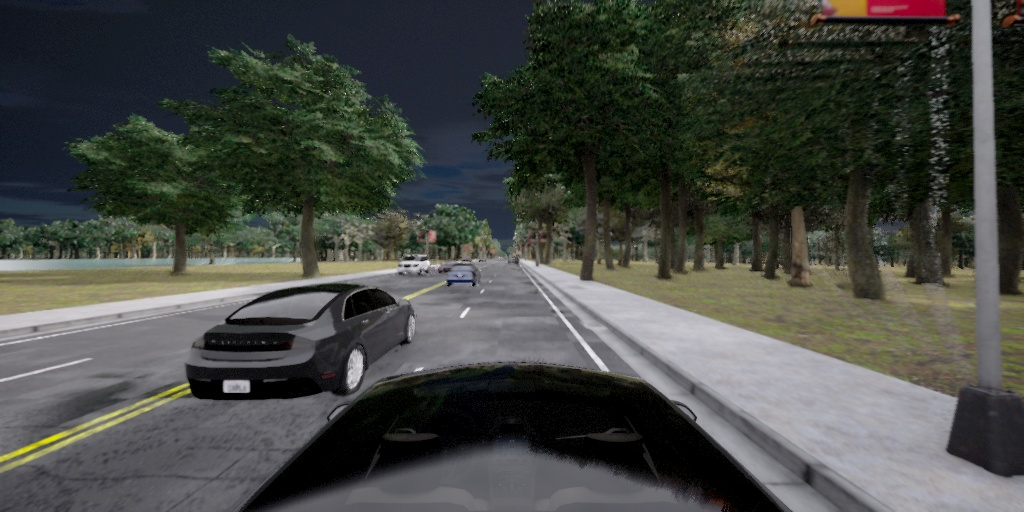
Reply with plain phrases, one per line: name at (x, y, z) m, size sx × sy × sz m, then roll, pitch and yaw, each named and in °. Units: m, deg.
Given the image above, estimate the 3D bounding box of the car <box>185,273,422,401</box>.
car at (-3.151, 1.241, 6.528) m, size 1.837 × 1.490 × 4.892 m, roll 0°, pitch 0°, yaw 0°

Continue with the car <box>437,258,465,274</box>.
car at (-6.590, 1.223, 38.108) m, size 1.994 × 1.385 × 4.181 m, roll 0°, pitch 0°, yaw 0°

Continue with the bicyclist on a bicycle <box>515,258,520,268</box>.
bicyclist on a bicycle at (0.893, 1.079, 54.449) m, size 0.582 × 1.620 × 1.656 m, roll 0°, pitch 0°, yaw 0°

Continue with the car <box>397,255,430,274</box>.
car at (-9.845, 0.883, 36.391) m, size 2.150 × 2.045 × 5.566 m, roll 0°, pitch 0°, yaw 0°

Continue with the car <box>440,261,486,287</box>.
car at (-3.153, 1.236, 24.175) m, size 2.033 × 1.411 × 5.357 m, roll 0°, pitch 0°, yaw 0°
